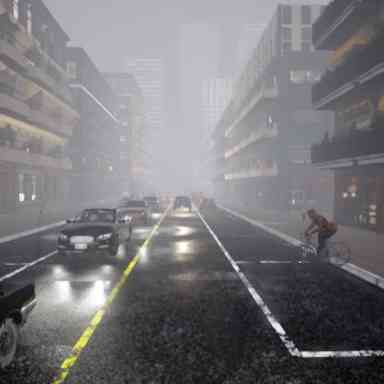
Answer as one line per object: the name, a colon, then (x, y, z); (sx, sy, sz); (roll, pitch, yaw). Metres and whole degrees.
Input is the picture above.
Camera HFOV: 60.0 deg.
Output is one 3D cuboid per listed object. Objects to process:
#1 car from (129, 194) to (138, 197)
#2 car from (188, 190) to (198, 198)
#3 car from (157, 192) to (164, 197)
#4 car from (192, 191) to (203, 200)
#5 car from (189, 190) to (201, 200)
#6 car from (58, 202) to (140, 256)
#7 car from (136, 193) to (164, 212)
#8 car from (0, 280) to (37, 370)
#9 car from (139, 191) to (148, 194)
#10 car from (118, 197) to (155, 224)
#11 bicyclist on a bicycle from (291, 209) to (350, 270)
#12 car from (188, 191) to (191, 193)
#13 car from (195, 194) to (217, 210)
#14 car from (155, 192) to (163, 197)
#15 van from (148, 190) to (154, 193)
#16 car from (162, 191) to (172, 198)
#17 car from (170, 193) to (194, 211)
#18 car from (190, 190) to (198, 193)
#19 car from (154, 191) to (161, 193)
car: (-6.730, 1.208, 34.664); (1.802, 1.307, 4.206); (-1, 1, -2)
car: (0.171, 0.451, 79.691); (2.192, 1.841, 5.009); (-1, 1, -2)
car: (-8.562, 0.606, 90.651); (1.802, 1.307, 4.206); (-1, 1, -2)
car: (1.248, 1.021, 46.270); (1.752, 1.417, 4.829); (-1, 1, -2)
car: (0.530, 0.571, 68.493); (2.192, 1.841, 5.009); (-1, 1, -2)
car: (-3.451, 1.356, 12.549); (2.128, 1.511, 4.902); (0, 1, -2)
car: (-4.050, 1.150, 32.782); (1.837, 1.490, 4.892); (0, 1, -1)
car: (-3.125, 1.572, 2.762); (1.895, 1.301, 4.718); (0, 1, -4)
car: (-6.912, 1.006, 40.261); (1.967, 1.590, 4.097); (-1, 1, -2)
car: (-3.762, 1.283, 22.387); (1.812, 1.442, 4.674); (0, 1, -1)
bicyclist on a bicycle: (3.468, 1.283, 9.047); (1.656, 1.620, 0.582); (-5, 1, -2)
car: (-1.427, 1.011, 47.356); (1.812, 1.442, 4.674); (0, 0, -3)
car: (1.614, 1.200, 34.903); (1.802, 1.307, 4.206); (-1, 1, -2)
car: (-8.382, 0.666, 85.052); (1.802, 1.307, 4.206); (-1, 1, -2)
van: (-7.273, 0.786, 51.457); (1.690, 1.788, 3.998); (-1, 1, -2)
car: (-5.262, 0.561, 72.024); (2.097, 1.767, 4.553); (0, 1, -2)
car: (-1.008, 1.124, 34.918); (1.837, 1.490, 4.892); (0, 1, -1)
car: (0.890, 0.691, 57.295); (2.192, 1.841, 5.009); (-1, 1, -2)
car: (-7.656, 0.639, 62.654); (2.192, 1.841, 5.009); (-1, 1, -2)
